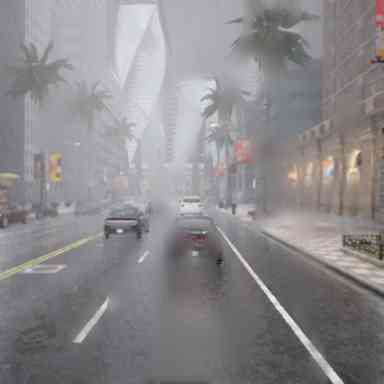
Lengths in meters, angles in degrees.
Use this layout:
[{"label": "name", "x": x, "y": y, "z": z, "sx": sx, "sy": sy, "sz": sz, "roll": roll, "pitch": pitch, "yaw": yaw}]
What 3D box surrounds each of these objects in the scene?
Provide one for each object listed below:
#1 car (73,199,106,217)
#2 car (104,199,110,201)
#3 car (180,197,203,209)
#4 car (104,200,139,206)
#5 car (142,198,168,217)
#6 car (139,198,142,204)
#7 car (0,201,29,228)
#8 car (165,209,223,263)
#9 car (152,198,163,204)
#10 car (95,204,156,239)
[{"label": "car", "x": -10.778, "y": 1.798, "z": 34.526, "sx": 1.837, "sy": 1.490, "sz": 4.892, "roll": 0, "pitch": -1, "yaw": -1}, {"label": "car", "x": -13.996, "y": 1.932, "z": 53.276, "sx": 2.231, "sy": 1.521, "sz": 4.892, "roll": 0, "pitch": 0, "yaw": -1}, {"label": "car", "x": -0.080, "y": 1.511, "z": 34.269, "sx": 2.150, "sy": 2.045, "sz": 5.566, "roll": 0, "pitch": -1, "yaw": -1}, {"label": "car", "x": -7.282, "y": 1.842, "z": 34.708, "sx": 2.033, "sy": 1.411, "sz": 5.357, "roll": 0, "pitch": 0, "yaw": -1}, {"label": "car", "x": -3.585, "y": 1.644, "z": 34.423, "sx": 2.097, "sy": 1.767, "sz": 4.553, "roll": 0, "pitch": 0, "yaw": -1}, {"label": "car", "x": -11.176, "y": 2.016, "z": 75.229, "sx": 2.128, "sy": 1.511, "sz": 4.902, "roll": 0, "pitch": 0, "yaw": -1}, {"label": "car", "x": -13.650, "y": 1.558, "z": 23.905, "sx": 2.185, "sy": 1.767, "sz": 4.553, "roll": 0, "pitch": 0, "yaw": -1}, {"label": "car", "x": 0.083, "y": 1.611, "z": 12.319, "sx": 1.837, "sy": 1.490, "sz": 4.892, "roll": 0, "pitch": 0, "yaw": 0}, {"label": "car", "x": -7.671, "y": 2.053, "z": 74.855, "sx": 1.994, "sy": 1.385, "sz": 4.181, "roll": 0, "pitch": 0, "yaw": -1}, {"label": "car", "x": -3.421, "y": 1.644, "z": 18.145, "sx": 2.128, "sy": 1.511, "sz": 4.902, "roll": 0, "pitch": -1, "yaw": 0}]
